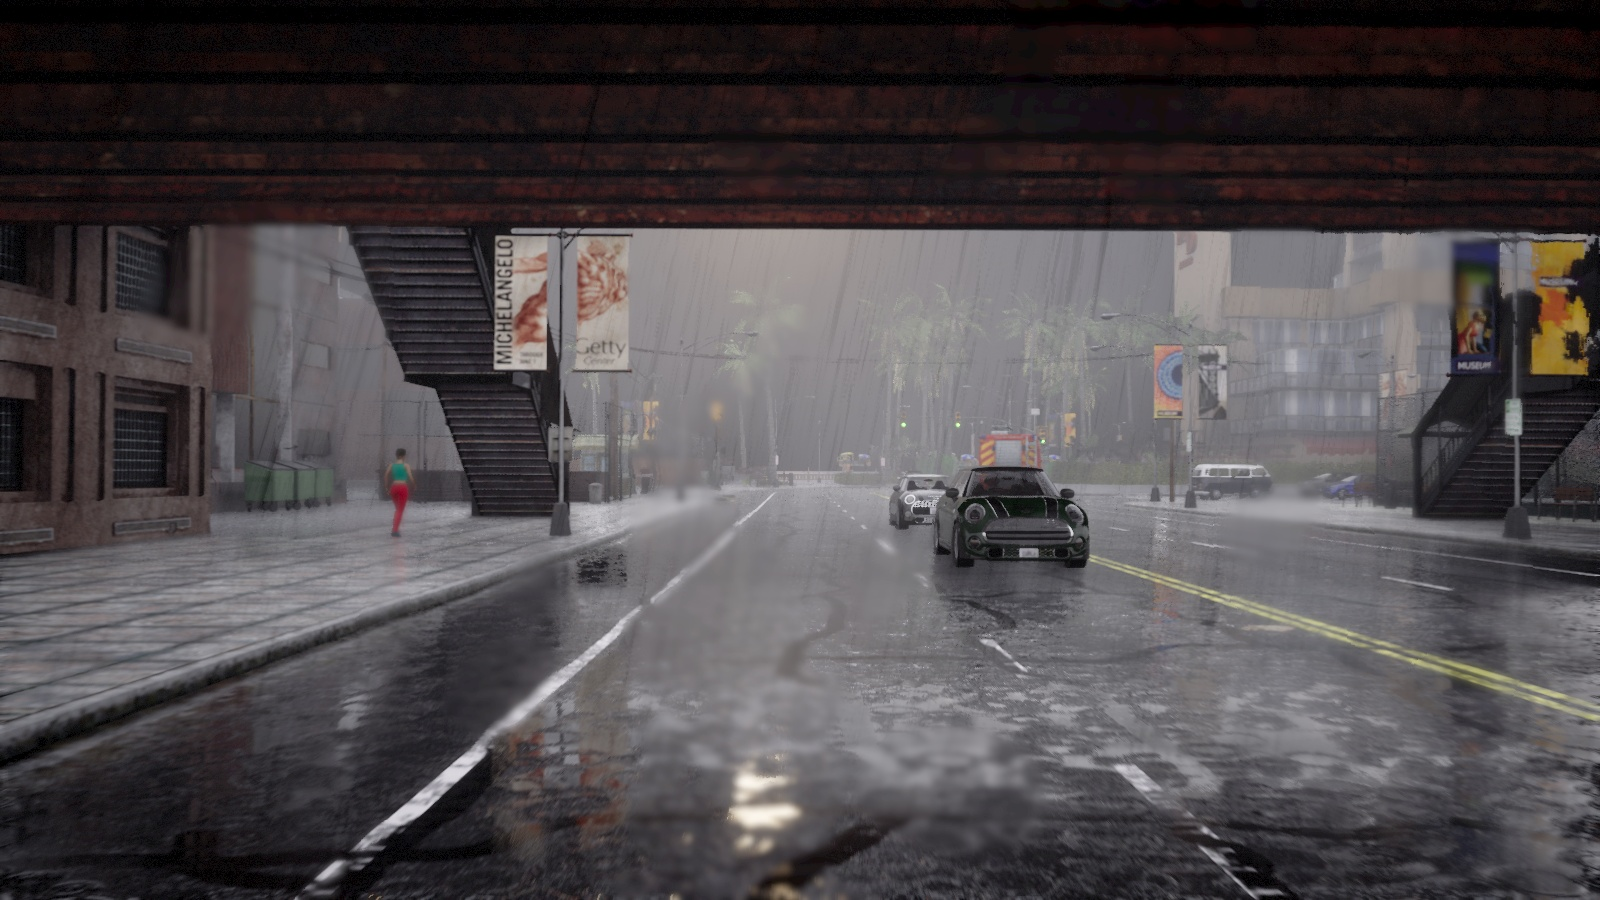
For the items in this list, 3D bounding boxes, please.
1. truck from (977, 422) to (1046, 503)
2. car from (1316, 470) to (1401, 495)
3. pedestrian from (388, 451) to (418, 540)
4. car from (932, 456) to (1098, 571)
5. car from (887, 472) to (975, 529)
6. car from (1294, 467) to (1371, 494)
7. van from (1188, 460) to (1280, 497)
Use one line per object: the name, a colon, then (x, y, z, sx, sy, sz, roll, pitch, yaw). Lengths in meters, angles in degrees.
truck: (10.795, 0.668, 63.394, 2.891, 3.827, 8.468, -1, -1, 13)
car: (33.282, 1.949, 74.893, 4.193, 1.474, 1.816, 0, -1, -1)
pedestrian: (-8.252, 0.942, 26.125, 0.345, 1.836, 0.594, 0, -1, 12)
car: (3.565, 1.022, 21.693, 2.097, 1.767, 4.553, 0, -1, 0)
car: (3.544, 1.345, 34.616, 1.970, 1.475, 3.806, 0, -1, -1)
car: (33.227, 1.892, 78.382, 3.988, 1.617, 1.851, 0, -1, -1)
van: (24.601, 1.632, 71.238, 4.480, 2.038, 2.069, 0, -1, -4)
